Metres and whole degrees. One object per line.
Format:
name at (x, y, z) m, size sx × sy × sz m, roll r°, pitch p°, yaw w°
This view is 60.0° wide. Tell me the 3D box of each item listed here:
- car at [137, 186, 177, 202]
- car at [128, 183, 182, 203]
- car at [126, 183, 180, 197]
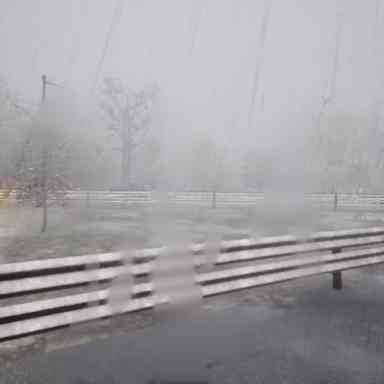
car at (-4.113, 0.207, 39.281) m, size 4.553 × 1.767 × 2.097 m, roll 1°, pitch 0°, yaw -3°
car at (-3.866, 0.089, 35.789) m, size 5.566 × 2.045 × 2.150 m, roll 1°, pitch 0°, yaw -3°
car at (-3.681, 0.099, 32.295) m, size 5.566 × 2.045 × 2.150 m, roll 1°, pitch 0°, yaw -3°
